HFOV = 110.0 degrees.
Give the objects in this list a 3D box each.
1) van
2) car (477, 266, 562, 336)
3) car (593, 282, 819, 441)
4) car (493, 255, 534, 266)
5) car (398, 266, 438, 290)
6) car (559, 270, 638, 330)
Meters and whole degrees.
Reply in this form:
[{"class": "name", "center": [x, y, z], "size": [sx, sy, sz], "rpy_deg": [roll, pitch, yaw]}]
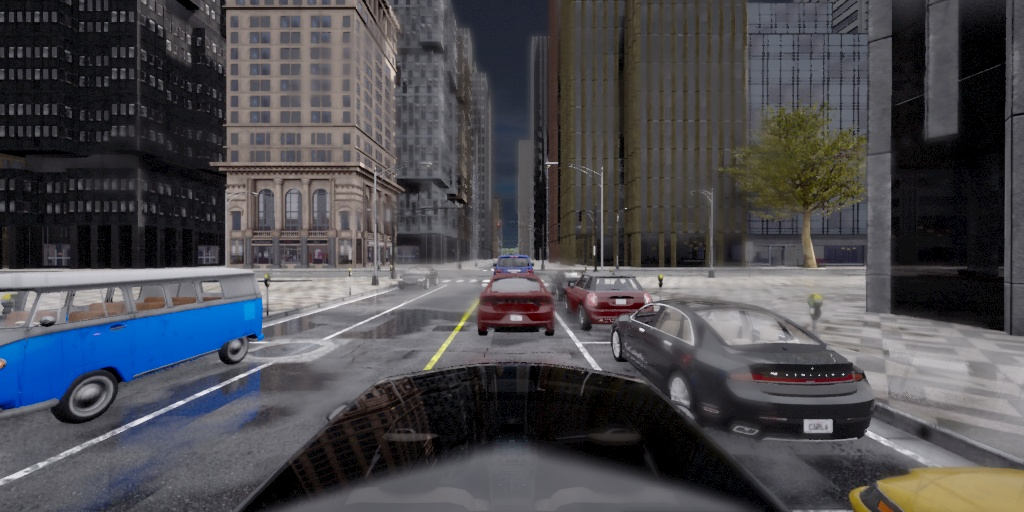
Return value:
[{"class": "van", "center": [-5.756, 1.090, 5.431], "size": [1.690, 1.789, 3.998], "rpy_deg": [0, 0, 0]}, {"class": "car", "center": [0.105, 1.226, 10.447], "size": [1.882, 1.535, 5.008], "rpy_deg": [0, 0, 0]}, {"class": "car", "center": [2.769, 1.300, 5.421], "size": [2.007, 1.370, 4.403], "rpy_deg": [0, 0, 0]}, {"class": "car", "center": [0.102, 0.967, 20.331], "size": [2.150, 2.045, 5.566], "rpy_deg": [0, 0, 0]}, {"class": "car", "center": [-5.734, 1.296, 22.354], "size": [2.007, 1.370, 4.403], "rpy_deg": [0, 0, 0]}, {"class": "car", "center": [2.777, 1.188, 11.062], "size": [1.967, 1.591, 4.097], "rpy_deg": [0, 0, 0]}]
